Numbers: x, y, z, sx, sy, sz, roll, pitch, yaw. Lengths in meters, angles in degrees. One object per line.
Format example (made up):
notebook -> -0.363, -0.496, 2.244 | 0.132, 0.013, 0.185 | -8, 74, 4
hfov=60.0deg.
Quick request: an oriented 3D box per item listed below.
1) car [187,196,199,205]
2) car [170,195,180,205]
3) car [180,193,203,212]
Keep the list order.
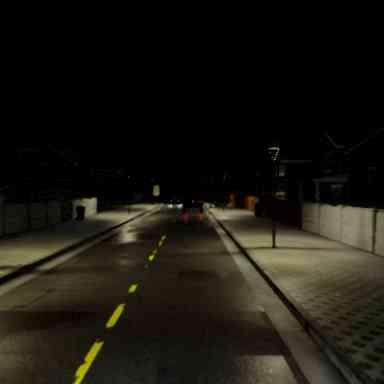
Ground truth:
car -> 0.098, 1.349, 53.736 | 1.837, 1.490, 4.892 | 0, -1, 0
car -> -2.771, 1.313, 56.915 | 1.882, 1.535, 5.008 | 0, 0, 0
car -> 0.098, 1.126, 37.407 | 2.150, 2.045, 5.566 | 0, 0, 0
